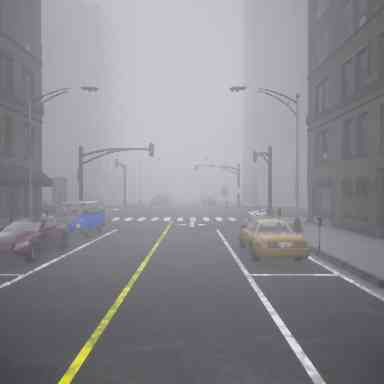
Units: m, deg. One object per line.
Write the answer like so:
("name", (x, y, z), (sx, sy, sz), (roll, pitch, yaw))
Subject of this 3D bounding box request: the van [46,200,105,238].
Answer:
("van", (-5.775, 1.339, 17.371), (1.690, 1.788, 3.998), (-1, 0, 0))

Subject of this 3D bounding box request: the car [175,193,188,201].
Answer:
("car", (-2.822, 1.575, 87.515), (1.994, 1.385, 4.181), (0, 0, 0))

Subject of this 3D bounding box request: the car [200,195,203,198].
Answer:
("car", (2.868, 1.629, 60.833), (1.802, 1.307, 4.206), (-1, 0, 0))

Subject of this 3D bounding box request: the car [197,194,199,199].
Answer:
("car", (2.905, 1.517, 77.847), (1.967, 1.590, 4.097), (-1, 0, 0))

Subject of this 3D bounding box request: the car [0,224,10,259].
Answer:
("car", (-5.772, 1.562, 6.455), (1.947, 1.339, 4.313), (-1, 0, 0))

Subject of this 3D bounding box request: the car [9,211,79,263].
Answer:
("car", (-5.772, 1.578, 11.913), (1.802, 1.307, 4.206), (-1, 0, 0))

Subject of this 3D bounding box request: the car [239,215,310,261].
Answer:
("car", (2.753, 1.522, 12.084), (1.752, 1.417, 4.829), (-1, 0, 0))

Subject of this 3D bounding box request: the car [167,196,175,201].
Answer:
("car", (-5.591, 1.684, 89.205), (1.802, 1.307, 4.206), (-1, 0, 0))

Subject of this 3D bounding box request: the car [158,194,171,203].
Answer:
("car", (-5.661, 1.361, 60.852), (2.192, 1.841, 5.009), (-1, 0, 0))

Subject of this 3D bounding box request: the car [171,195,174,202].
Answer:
("car", (-5.634, 1.380, 72.193), (2.192, 1.841, 5.009), (-1, 0, 0))

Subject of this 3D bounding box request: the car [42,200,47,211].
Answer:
("car", (-15.148, 1.454, 32.911), (4.674, 1.442, 1.812), (0, 1, 0))

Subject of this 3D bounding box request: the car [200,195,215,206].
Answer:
("car", (2.854, 1.604, 55.162), (1.947, 1.339, 4.313), (-1, 0, 0))

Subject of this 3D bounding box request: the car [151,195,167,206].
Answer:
("car", (-5.671, 1.603, 55.180), (1.947, 1.339, 4.313), (-1, 0, 0))

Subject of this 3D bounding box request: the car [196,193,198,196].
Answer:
("car", (2.929, 1.418, 89.190), (2.192, 1.841, 5.009), (-1, 0, 0))

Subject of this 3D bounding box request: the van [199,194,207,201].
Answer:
("van", (2.891, 1.407, 72.176), (1.690, 1.788, 3.998), (-1, 0, 0))
